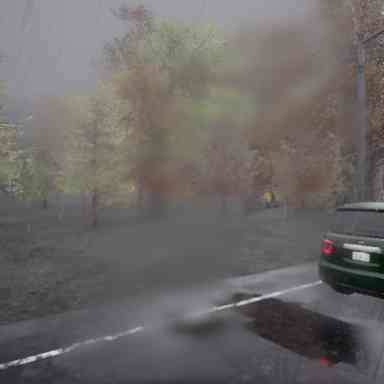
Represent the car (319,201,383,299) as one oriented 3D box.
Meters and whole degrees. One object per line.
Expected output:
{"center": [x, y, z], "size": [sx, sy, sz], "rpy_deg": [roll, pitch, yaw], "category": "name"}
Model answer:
{"center": [5.165, 1.227, 7.498], "size": [5.566, 2.045, 2.150], "rpy_deg": [0, 0, -36], "category": "car"}
